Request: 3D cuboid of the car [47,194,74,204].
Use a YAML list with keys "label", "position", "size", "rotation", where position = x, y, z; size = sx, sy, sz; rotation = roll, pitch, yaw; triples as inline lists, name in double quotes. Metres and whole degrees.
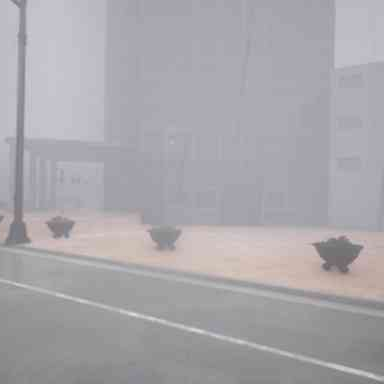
- label: "car"
  position: [-26.370, 1.357, 67.005]
  size: [2.150, 2.045, 5.566]
  rotation: [1, -1, 30]
